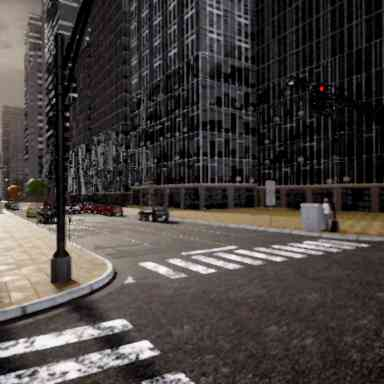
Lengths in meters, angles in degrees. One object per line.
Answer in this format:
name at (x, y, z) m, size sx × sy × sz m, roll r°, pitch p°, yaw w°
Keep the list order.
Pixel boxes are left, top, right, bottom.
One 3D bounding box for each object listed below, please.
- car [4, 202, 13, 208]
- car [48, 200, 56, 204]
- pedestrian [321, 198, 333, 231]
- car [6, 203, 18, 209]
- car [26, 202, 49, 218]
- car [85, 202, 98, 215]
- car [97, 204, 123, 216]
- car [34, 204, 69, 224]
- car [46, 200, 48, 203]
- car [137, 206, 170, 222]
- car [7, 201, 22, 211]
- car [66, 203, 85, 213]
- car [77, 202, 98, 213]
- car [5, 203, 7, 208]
car at (-46.208, 3.331, 83.732) m, size 1.802 × 1.307 × 4.206 m, roll -2°, pitch 0°, yaw -32°
car at (-22.645, 2.585, 56.345) m, size 1.994 × 1.385 × 4.181 m, roll -1°, pitch -1°, yaw -32°
pedestrian at (7.497, 1.225, 18.448) m, size 0.375 × 1.860 × 0.375 m, roll -1°, pitch 0°, yaw -32°
car at (-40.210, 3.082, 74.162) m, size 2.008 × 1.369 × 4.403 m, roll -1°, pitch 0°, yaw -32°
car at (-19.124, 2.304, 40.523) m, size 1.752 × 1.417 × 4.829 m, roll -1°, pitch 0°, yaw -32°
car at (-12.580, 2.262, 44.858) m, size 1.887 × 1.381 × 4.507 m, roll -2°, pitch 0°, yaw -32°
car at (-9.580, 2.194, 40.073) m, size 1.802 × 1.307 × 4.206 m, roll -2°, pitch 0°, yaw -32°
car at (-13.214, 2.138, 31.096) m, size 1.947 × 1.339 × 4.313 m, roll -1°, pitch 0°, yaw -32°
car at (-30.578, 2.940, 73.570) m, size 1.802 × 1.307 × 4.206 m, roll -2°, pitch 0°, yaw -32°
car at (-3.581, 1.953, 30.503) m, size 2.008 × 1.369 × 4.403 m, roll -2°, pitch 0°, yaw -32°
car at (-34.211, 2.866, 64.592) m, size 2.008 × 1.369 × 4.403 m, roll -1°, pitch 0°, yaw -32°
car at (-17.373, 2.360, 47.941) m, size 1.812 × 1.442 × 4.674 m, roll -1°, pitch -1°, yaw -32°
car at (-15.583, 2.264, 49.644) m, size 1.967 × 1.590 × 4.097 m, roll -2°, pitch 0°, yaw -32°
car at (-37.218, 2.738, 69.378) m, size 2.192 × 1.841 × 5.009 m, roll -1°, pitch 0°, yaw -32°
